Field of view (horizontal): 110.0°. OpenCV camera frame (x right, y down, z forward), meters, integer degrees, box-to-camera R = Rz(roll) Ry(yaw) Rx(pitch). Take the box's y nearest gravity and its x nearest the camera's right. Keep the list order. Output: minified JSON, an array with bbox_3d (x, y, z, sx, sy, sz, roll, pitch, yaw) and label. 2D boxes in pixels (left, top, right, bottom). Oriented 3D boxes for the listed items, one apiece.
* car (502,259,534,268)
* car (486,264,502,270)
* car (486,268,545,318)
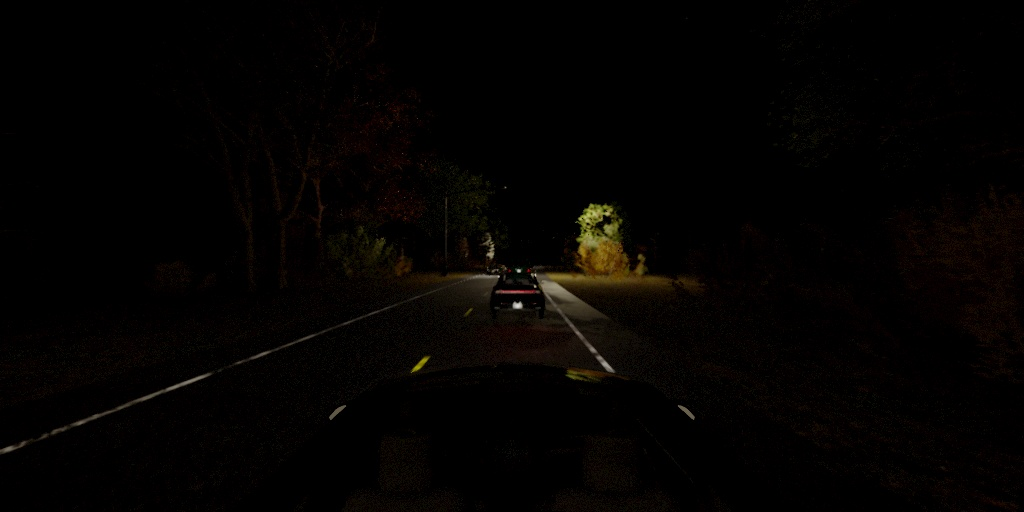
[{"bbox_3d":[0.628,1.296,30.114,2.150,2.045,5.566,0,-1,2],"label":"car"},{"bbox_3d":[-2.230,1.769,47.451,1.837,1.490,4.892,0,-1,4],"label":"car"},{"bbox_3d":[0.216,1.381,13.687,2.128,1.511,4.902,0,-1,1],"label":"car"}]
